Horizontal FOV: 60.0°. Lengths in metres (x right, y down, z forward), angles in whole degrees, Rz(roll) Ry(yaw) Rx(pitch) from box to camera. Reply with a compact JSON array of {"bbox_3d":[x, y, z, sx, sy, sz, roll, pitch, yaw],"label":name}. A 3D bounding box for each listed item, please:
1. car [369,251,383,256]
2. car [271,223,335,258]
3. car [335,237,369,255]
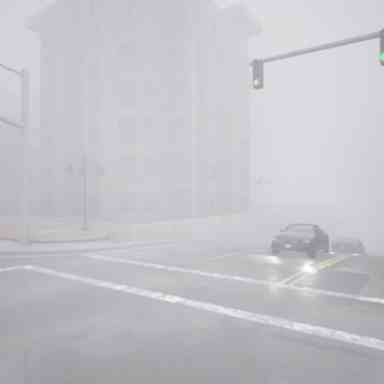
[{"bbox_3d":[22.059,7.876,40.146,2.097,1.767,4.553,-1,-11,35],"label":"car"},{"bbox_3d":[5.392,2.253,16.173,1.812,1.442,4.674,0,-5,33],"label":"car"},{"bbox_3d":[12.325,4.291,26.186,1.882,1.535,5.008,-1,-13,34],"label":"car"}]
